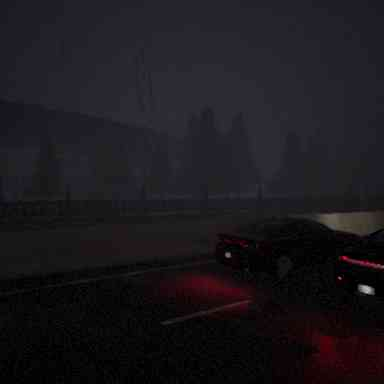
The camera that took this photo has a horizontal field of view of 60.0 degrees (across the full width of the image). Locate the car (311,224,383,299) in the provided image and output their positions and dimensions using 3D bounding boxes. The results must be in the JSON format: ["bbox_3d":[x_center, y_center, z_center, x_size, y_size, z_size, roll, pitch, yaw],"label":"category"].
[{"bbox_3d":[5.092,1.479,7.096,4.902,1.511,2.128,0,0,-32],"label":"car"}]

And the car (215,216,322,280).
[{"bbox_3d":[3.024,1.463,9.934,5.008,1.535,1.882,0,0,-33],"label":"car"}]
